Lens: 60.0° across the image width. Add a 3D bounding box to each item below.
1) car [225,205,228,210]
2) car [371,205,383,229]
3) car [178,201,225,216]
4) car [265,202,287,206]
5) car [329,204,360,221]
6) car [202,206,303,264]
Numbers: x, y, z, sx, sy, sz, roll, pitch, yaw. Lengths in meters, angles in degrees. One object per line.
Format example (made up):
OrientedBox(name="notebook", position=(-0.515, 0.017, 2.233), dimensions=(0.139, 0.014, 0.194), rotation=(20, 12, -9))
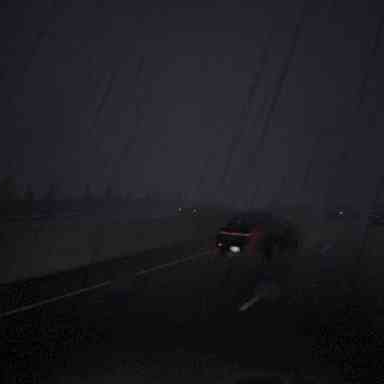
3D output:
OrientedBox(name="car", position=(2.552, 1.759, 38.412), dimensions=(1.812, 1.442, 4.674), rotation=(0, -3, 33))
OrientedBox(name="car", position=(12.613, 1.574, 21.268), dimensions=(1.812, 1.442, 4.674), rotation=(0, 0, 32))
OrientedBox(name="car", position=(0.750, 1.589, 29.074), dimensions=(1.895, 1.301, 4.718), rotation=(0, 0, 32))
OrientedBox(name="car", position=(9.123, 1.826, 35.694), dimensions=(1.837, 1.490, 4.892), rotation=(0, -3, 33))
OrientedBox(name="car", position=(13.224, 1.752, 28.759), dimensions=(1.994, 1.385, 4.181), rotation=(0, -2, 32))
OrientedBox(name="car", position=(2.597, 1.492, 12.030), dimensions=(2.128, 1.511, 4.902), rotation=(0, 0, 32))
